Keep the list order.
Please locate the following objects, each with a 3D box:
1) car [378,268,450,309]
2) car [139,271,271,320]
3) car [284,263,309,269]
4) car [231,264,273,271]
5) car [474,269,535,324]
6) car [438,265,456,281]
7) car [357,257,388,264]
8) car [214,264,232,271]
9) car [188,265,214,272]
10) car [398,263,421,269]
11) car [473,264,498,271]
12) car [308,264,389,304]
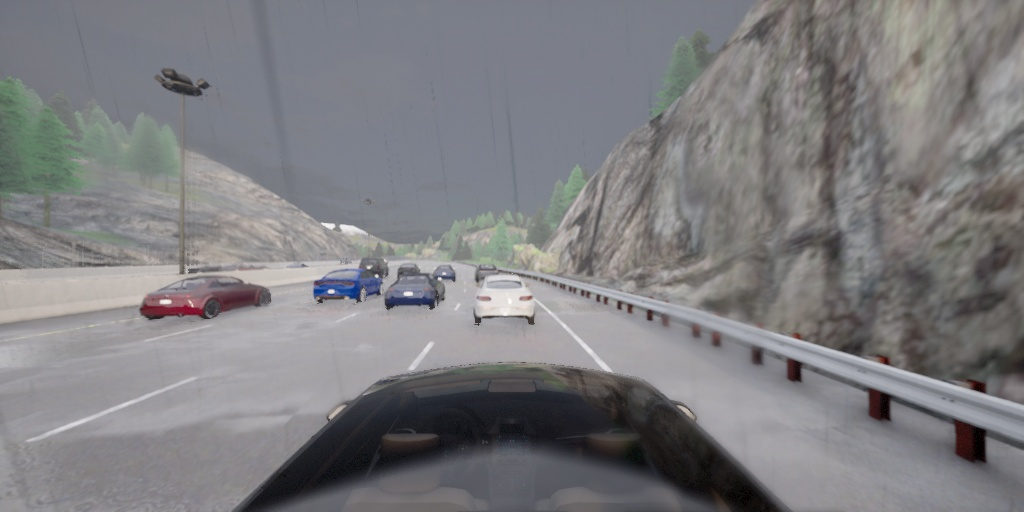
[{"bbox_3d":[-4.041,1.404,15.473,1.994,1.385,4.181,0,0,-4],"label":"car"},{"bbox_3d":[-10.883,1.408,13.137,1.994,1.385,4.181,0,0,-4],"label":"car"},{"bbox_3d":[-26.248,1.588,43.810,1.812,1.442,4.674,0,0,-12],"label":"car"},{"bbox_3d":[-29.175,1.652,40.684,1.895,1.301,4.718,0,0,-12],"label":"car"},{"bbox_3d":[-0.302,1.337,12.119,1.812,1.442,4.674,0,0,-3],"label":"car"},{"bbox_3d":[-6.139,1.511,32.763,1.994,1.385,4.181,0,0,-9],"label":"car"},{"bbox_3d":[-13.776,1.206,35.894,2.150,2.045,5.566,0,0,-11],"label":"car"},{"bbox_3d":[-33.282,1.641,43.295,1.994,1.385,4.181,0,0,-11],"label":"car"},{"bbox_3d":[-36.934,1.690,43.693,1.895,1.301,4.718,0,0,-11],"label":"car"},{"bbox_3d":[-10.204,1.452,35.702,1.882,1.535,5.008,0,0,-10],"label":"car"},{"bbox_3d":[-2.147,1.411,29.906,2.128,1.511,4.902,0,0,-8],"label":"car"},{"bbox_3d":[-7.682,1.338,17.312,1.882,1.535,5.008,0,0,-5],"label":"car"}]
